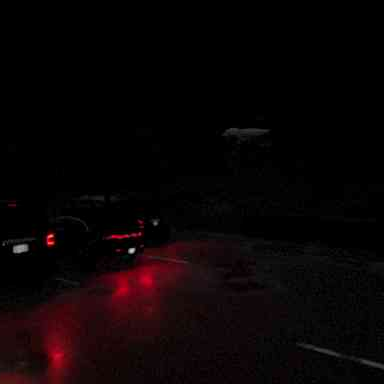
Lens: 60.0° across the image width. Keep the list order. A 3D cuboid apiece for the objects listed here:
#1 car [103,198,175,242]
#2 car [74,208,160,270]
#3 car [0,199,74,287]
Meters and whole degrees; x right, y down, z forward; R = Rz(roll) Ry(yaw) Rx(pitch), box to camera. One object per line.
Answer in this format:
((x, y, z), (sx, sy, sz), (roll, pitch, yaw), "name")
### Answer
((-3.225, 1.288, 14.826), (4.553, 1.767, 2.097), (1, 0, 35), "car")
((-3.679, 1.438, 10.858), (4.902, 1.511, 2.128), (0, 0, 36), "car")
((-5.556, 1.170, 7.926), (5.566, 2.045, 2.150), (1, 0, 33), "car")
